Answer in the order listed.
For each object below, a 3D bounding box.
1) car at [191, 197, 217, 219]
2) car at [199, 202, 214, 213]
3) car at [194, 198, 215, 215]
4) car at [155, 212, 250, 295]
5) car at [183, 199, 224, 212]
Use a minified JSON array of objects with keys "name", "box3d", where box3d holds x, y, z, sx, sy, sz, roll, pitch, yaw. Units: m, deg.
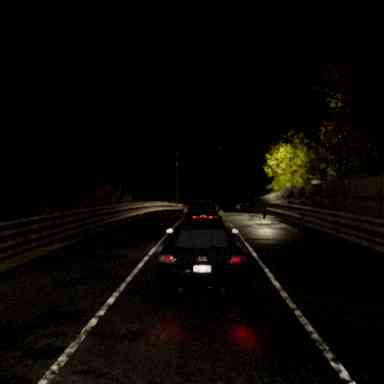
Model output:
[{"name":"car","box3d":[1.064,1.349,29.210,2.097,1.767,4.553,0,-1,2]},{"name":"car","box3d":[2.064,2.167,46.262,1.882,1.535,5.008,0,-3,5]},{"name":"car","box3d":[1.411,1.558,35.846,2.097,1.767,4.553,0,-2,4]},{"name":"car","box3d":[0.265,1.429,8.427,1.994,1.385,4.181,0,1,2]},{"name":"car","box3d":[0.591,1.331,17.497,1.837,1.490,4.892,0,0,2]}]
